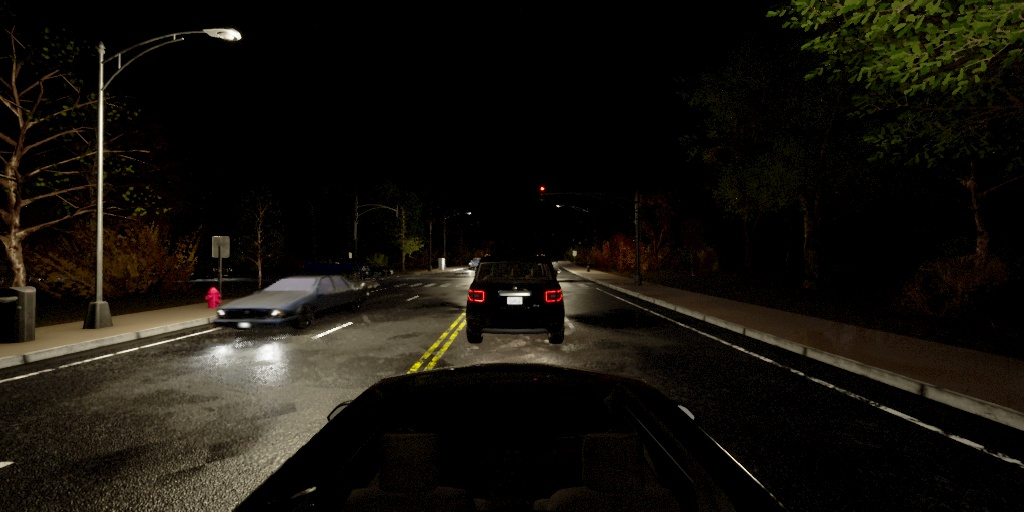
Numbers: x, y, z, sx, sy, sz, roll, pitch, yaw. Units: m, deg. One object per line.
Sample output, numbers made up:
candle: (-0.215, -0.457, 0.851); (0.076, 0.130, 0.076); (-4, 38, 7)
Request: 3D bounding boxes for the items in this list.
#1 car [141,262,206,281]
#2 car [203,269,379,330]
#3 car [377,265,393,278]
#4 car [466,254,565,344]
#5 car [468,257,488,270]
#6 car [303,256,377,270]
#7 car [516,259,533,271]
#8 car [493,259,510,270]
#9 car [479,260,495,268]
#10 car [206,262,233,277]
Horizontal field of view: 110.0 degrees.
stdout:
car: (-31.650, 1.504, 33.125); (4.902, 1.511, 2.128); (-1, -1, 10)
car: (-6.422, 1.299, 11.381); (2.033, 1.411, 5.357); (0, 0, 2)
car: (-13.640, 1.347, 33.647); (4.902, 1.511, 2.128); (-1, -1, 6)
car: (0.108, 0.972, 9.741); (2.150, 2.045, 5.566); (0, 0, 1)
car: (-4.777, 1.056, 50.934); (2.097, 1.767, 4.553); (0, 0, 4)
car: (-14.767, 1.053, 30.231); (5.566, 2.045, 2.150); (-1, -1, 10)
car: (1.851, 1.192, 50.110); (2.128, 1.511, 4.902); (0, 0, 5)
car: (-1.461, 1.191, 52.005); (2.128, 1.511, 4.902); (0, 0, 2)
car: (-4.077, 1.285, 59.890); (1.895, 1.301, 4.718); (0, 0, 5)
car: (-30.846, 1.390, 36.285); (4.553, 1.767, 2.097); (-1, -1, 10)
